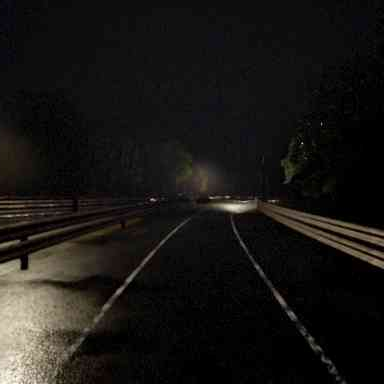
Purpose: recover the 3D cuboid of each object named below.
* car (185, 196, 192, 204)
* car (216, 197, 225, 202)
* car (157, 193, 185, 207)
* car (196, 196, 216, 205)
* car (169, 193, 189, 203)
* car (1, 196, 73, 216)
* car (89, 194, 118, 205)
[{"bbox_3d":[-1.622,1.537,62.898,1.837,1.490,4.892,0,-1,21],"label":"car"},{"bbox_3d":[7.148,1.905,86.189,1.994,1.385,4.181,0,-1,21],"label":"car"},{"bbox_3d":[-3.314,1.256,48.456,2.097,1.767,4.553,1,0,21],"label":"car"},{"bbox_3d":[2.368,1.569,63.511,1.882,1.535,5.008,1,0,21],"label":"car"},{"bbox_3d":[-2.751,1.318,69.823,2.150,2.045,5.566,0,-1,21],"label":"car"},{"bbox_3d":[-11.776,1.135,26.359,2.033,1.411,5.357,0,-1,21],"label":"car"},{"bbox_3d":[-11.984,1.128,45.404,2.097,1.767,4.553,0,-1,21],"label":"car"}]
